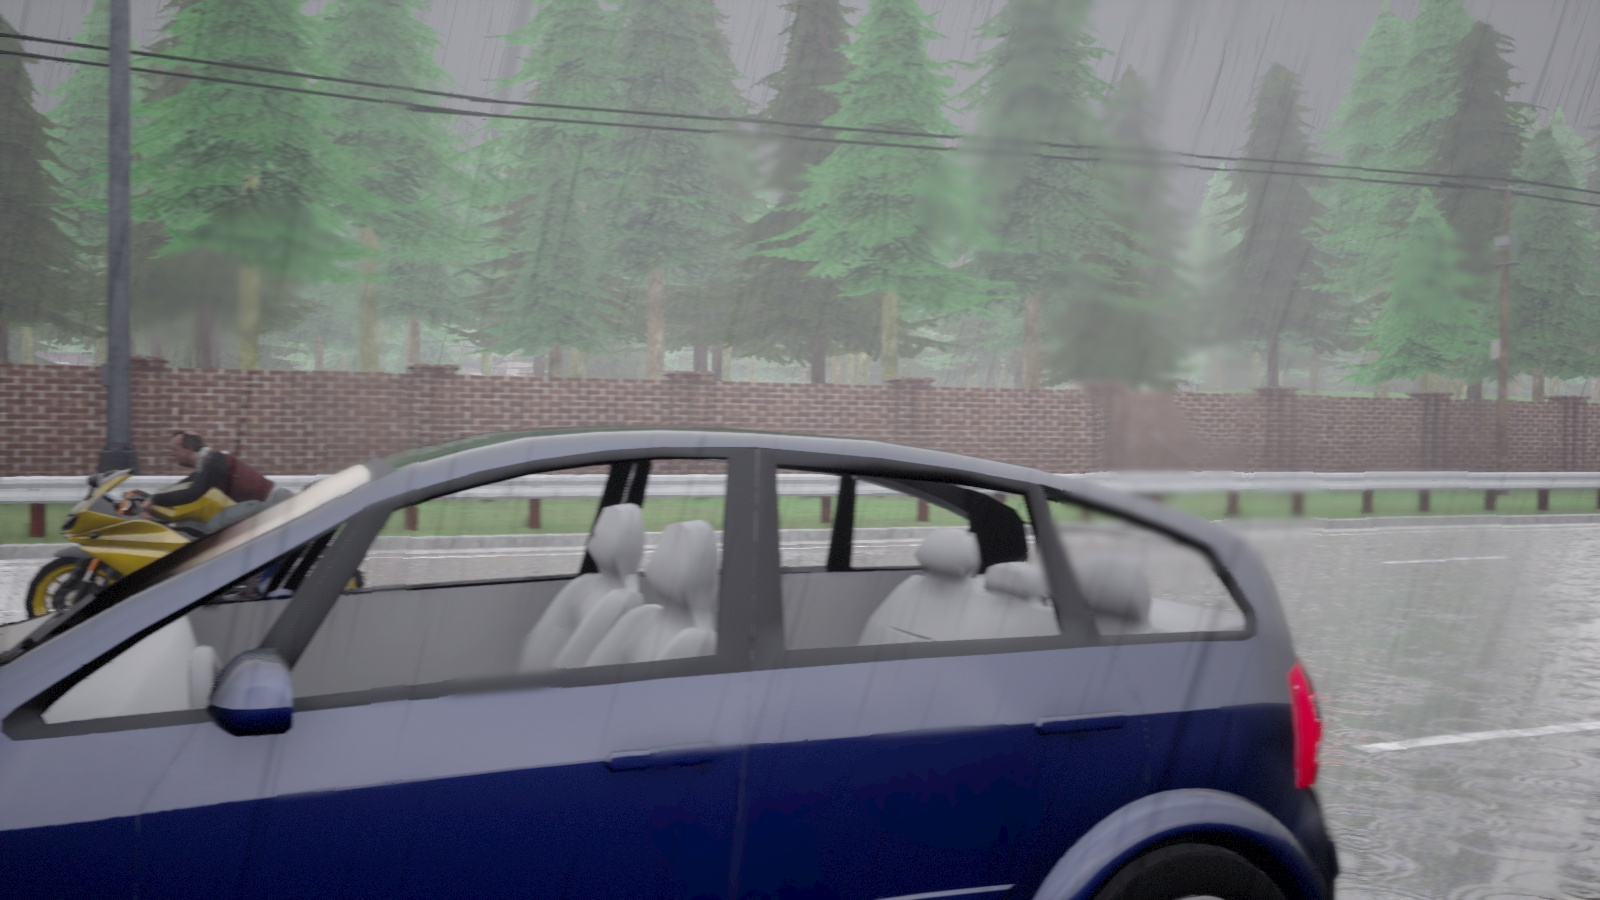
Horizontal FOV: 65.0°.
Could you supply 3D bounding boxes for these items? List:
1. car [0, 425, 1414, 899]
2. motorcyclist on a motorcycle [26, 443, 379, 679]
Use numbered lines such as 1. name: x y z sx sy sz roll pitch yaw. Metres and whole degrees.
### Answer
1. car: -0.679 0.735 2.981 3.705 1.549 1.789 -1 1 -21
2. motorcyclist on a motorcycle: -4.241 0.731 9.116 2.191 1.530 0.866 -1 1 -21
